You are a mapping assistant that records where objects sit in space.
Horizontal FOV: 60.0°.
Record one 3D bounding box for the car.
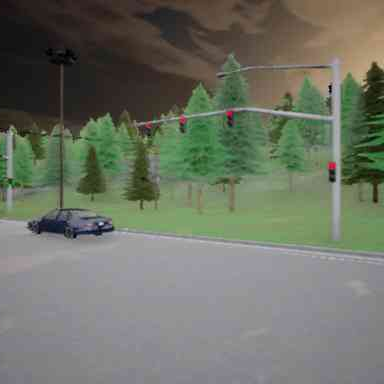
[{"bbox_3d":[-6.315,1.536,17.094,5.357,1.411,2.033,0,0,36],"label":"car"}]
